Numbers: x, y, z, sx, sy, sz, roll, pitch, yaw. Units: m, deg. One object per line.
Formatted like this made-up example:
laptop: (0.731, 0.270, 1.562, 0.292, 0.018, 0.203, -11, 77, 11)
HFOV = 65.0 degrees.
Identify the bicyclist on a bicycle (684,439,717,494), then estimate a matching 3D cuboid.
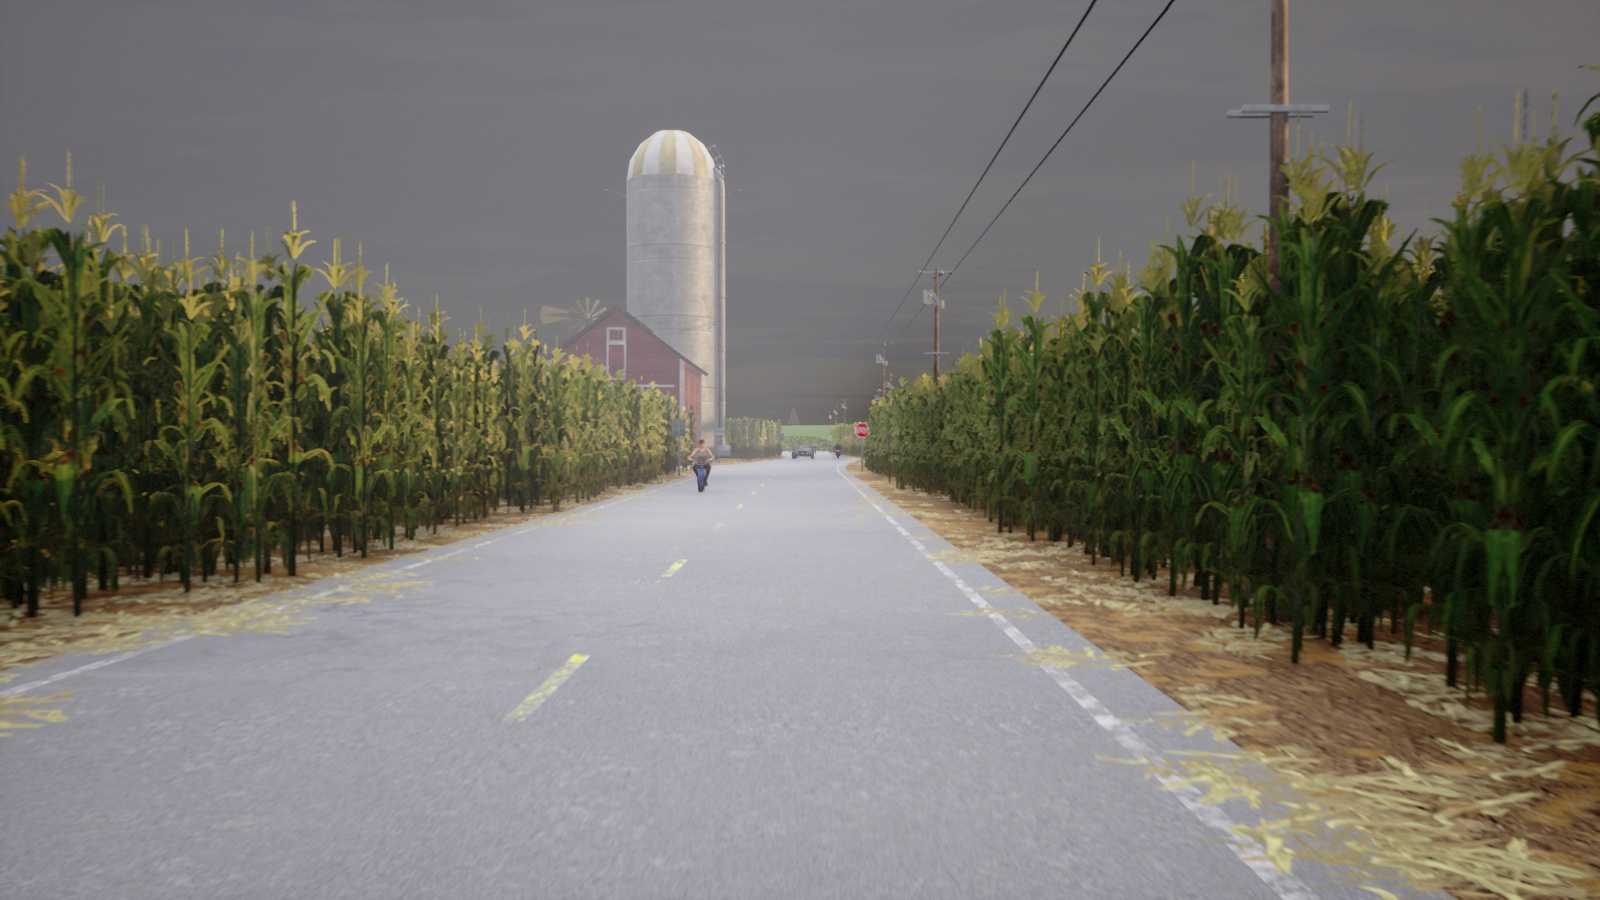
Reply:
bicyclist on a bicycle: (-2.962, 0.469, 37.572, 0.866, 1.612, 1.509, 0, 0, 1)
